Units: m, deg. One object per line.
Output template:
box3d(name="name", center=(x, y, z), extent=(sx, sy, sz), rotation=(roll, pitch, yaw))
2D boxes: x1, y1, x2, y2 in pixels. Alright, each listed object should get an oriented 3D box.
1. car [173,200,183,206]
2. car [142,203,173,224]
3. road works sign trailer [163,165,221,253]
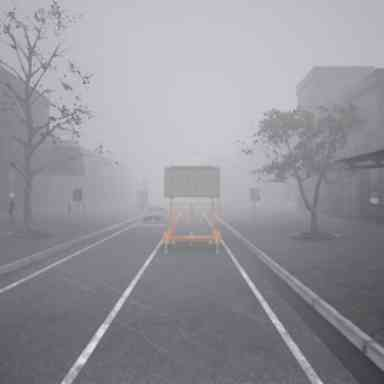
box3d(name="car", center=(-3.004, 2.317, 69.738), extent=(1.994, 1.385, 4.181), rotation=(0, 0, 0))
box3d(name="car", center=(-3.102, 1.916, 29.034), extent=(2.033, 1.411, 5.357), rotation=(0, -1, 0))
box3d(name="road works sign trailer", center=(-0.001, 0.642, 14.507), extent=(2.380, 3.560, 2.880), rotation=(0, -1, 0))
